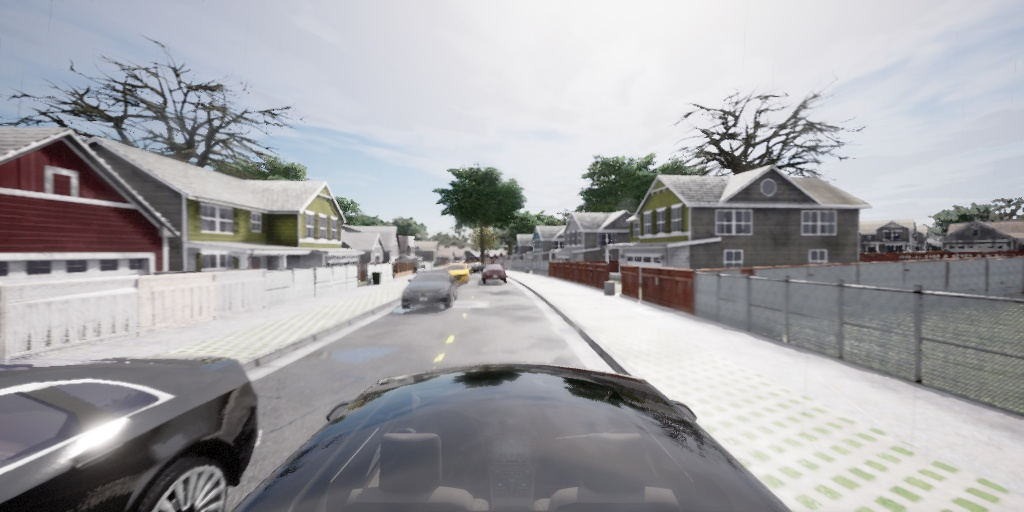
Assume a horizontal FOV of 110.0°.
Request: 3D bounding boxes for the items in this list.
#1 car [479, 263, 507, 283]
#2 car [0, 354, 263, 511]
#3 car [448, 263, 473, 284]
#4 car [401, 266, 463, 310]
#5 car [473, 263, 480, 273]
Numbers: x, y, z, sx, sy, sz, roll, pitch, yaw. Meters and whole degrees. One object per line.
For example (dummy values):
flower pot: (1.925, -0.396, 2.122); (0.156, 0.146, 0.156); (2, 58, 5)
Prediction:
car: (-1.483, 1.370, 28.966); (1.812, 1.442, 4.674); (0, 0, -6)
car: (-2.918, 1.247, 0.836); (2.128, 1.511, 4.902); (0, 0, 0)
car: (-4.301, 1.330, 28.172); (1.882, 1.535, 5.008); (0, 0, -5)
car: (-3.319, 1.313, 15.227); (1.812, 1.442, 4.674); (0, 0, -3)
car: (-4.466, 1.658, 48.955); (1.895, 1.301, 4.718); (0, -1, -10)
